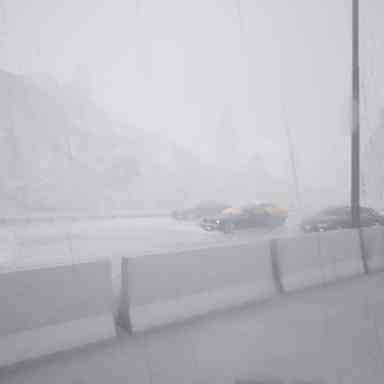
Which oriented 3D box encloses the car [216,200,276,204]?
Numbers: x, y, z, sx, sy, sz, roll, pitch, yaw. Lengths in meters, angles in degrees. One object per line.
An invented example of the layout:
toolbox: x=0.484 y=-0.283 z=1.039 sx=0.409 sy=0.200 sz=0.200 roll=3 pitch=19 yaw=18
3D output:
car: x=4.421 y=1.365 z=22.969 sx=5.008 sy=1.535 sz=1.882 roll=0 pitch=0 yaw=-29

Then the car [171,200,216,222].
car: x=0.817 y=1.362 z=24.950 sx=5.008 sy=1.535 sz=1.882 roll=0 pitch=0 yaw=-30

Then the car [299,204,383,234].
car: x=7.558 y=1.416 z=16.713 sx=4.892 sy=1.490 sz=1.837 roll=0 pitch=0 yaw=-29

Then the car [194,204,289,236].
car: x=2.744 y=1.514 z=18.007 sx=4.718 sy=1.301 sz=1.895 roll=0 pitch=0 yaw=-30
